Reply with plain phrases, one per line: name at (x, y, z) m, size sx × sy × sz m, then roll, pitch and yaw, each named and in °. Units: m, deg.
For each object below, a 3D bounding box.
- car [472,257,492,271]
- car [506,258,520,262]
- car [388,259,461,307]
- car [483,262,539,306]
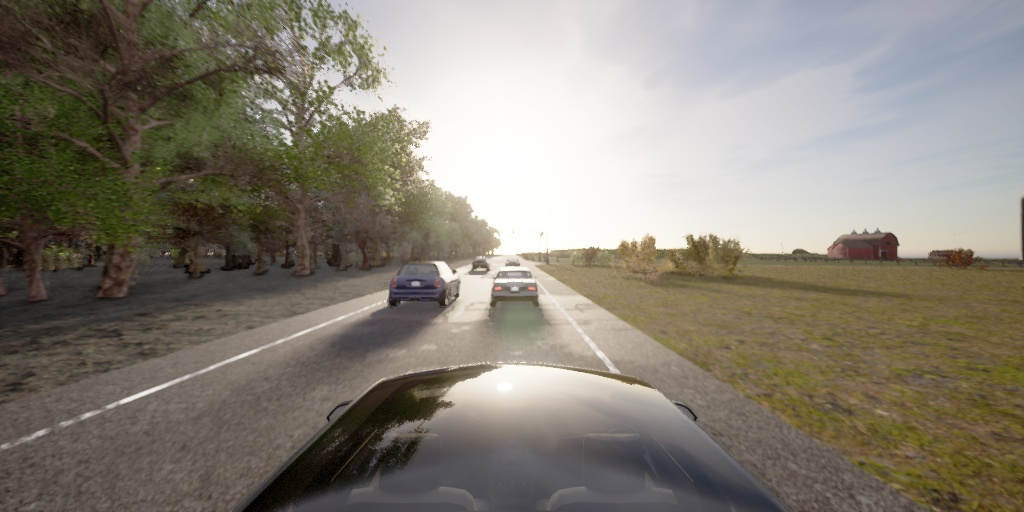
car at (-3.401, 0.858, 40.093) m, size 1.837 × 1.490 × 4.892 m, roll 0°, pitch 0°, yaw 0°
car at (0.099, 0.908, 44.509) m, size 1.895 × 1.301 × 4.718 m, roll 0°, pitch 1°, yaw 0°
car at (-3.400, 0.971, 14.780) m, size 2.097 × 1.767 × 4.553 m, roll 0°, pitch 1°, yaw 0°
car at (0.100, 1.163, 14.935) m, size 2.033 × 1.411 × 5.357 m, roll 0°, pitch 1°, yaw 0°
